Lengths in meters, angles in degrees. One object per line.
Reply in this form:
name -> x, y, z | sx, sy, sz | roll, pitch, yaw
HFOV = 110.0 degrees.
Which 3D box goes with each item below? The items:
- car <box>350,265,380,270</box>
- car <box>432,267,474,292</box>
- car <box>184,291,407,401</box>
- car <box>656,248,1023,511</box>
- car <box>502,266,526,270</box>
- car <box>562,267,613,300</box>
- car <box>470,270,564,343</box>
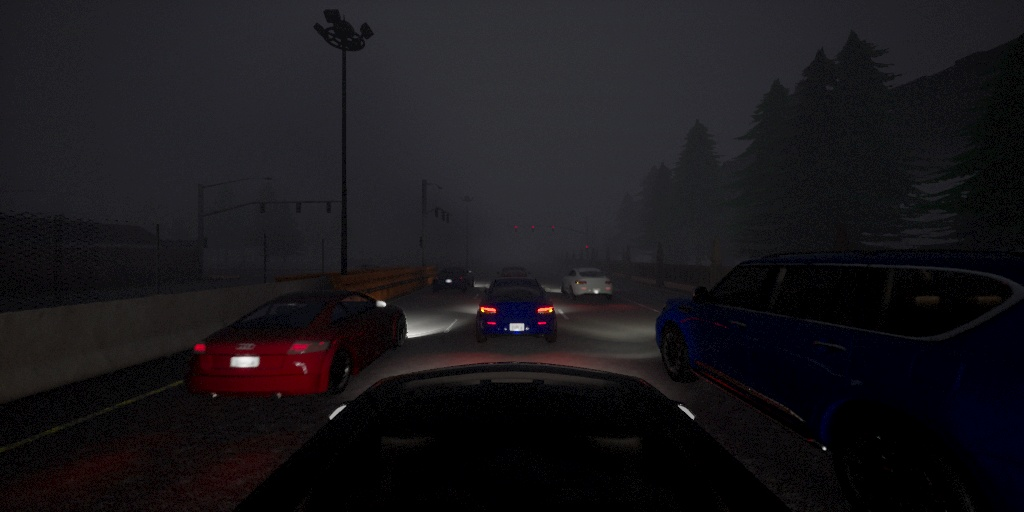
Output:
car -> -10.530, 1.314, 25.771 | 1.994, 1.385, 4.181 | 0, 0, 1
car -> -3.398, 1.314, 21.267 | 1.994, 1.385, 4.181 | 0, 0, 0
car -> -3.399, 1.315, 6.571 | 1.994, 1.385, 4.181 | 0, 0, 0
car -> 3.601, 0.970, 3.953 | 2.150, 2.045, 5.566 | 0, 0, 0
car -> 0.101, 1.276, 19.479 | 1.812, 1.442, 4.674 | 0, 0, 0
car -> 3.594, 1.275, 17.583 | 1.812, 1.442, 4.674 | 0, 0, 0
car -> 0.094, 1.276, 9.583 | 1.812, 1.442, 4.674 | 0, 0, 0
